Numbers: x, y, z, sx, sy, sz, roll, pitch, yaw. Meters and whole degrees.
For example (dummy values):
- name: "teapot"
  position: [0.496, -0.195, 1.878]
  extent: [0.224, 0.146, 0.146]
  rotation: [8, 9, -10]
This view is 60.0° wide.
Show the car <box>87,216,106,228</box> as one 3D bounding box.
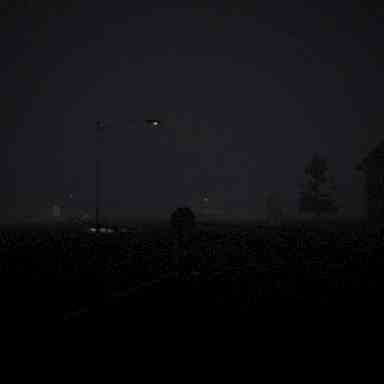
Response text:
- name: "car"
  position: [-13.896, 4.565, 49.105]
  extent: [1.895, 1.301, 4.718]
  rotation: [1, -3, -23]

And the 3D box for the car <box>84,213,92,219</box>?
- name: "car"
  position: [-25.195, 6.566, 83.194]
  extent: [1.994, 1.385, 4.181]
  rotation: [1, -3, -23]
